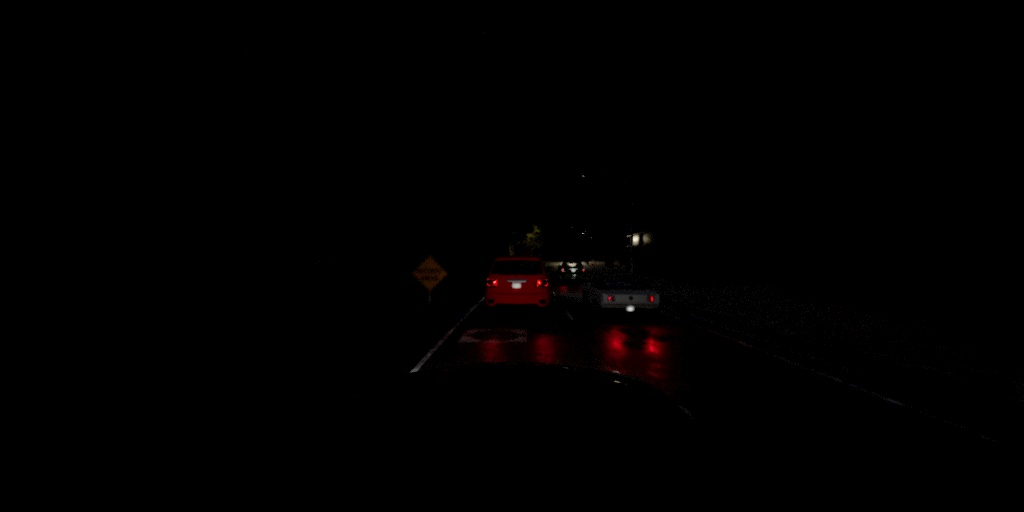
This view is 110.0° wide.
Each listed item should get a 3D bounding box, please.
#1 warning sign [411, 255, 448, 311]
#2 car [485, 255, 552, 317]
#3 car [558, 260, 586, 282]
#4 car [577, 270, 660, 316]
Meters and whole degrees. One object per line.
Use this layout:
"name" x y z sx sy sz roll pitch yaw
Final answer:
"warning sign" -2.847 0.888 12.410 1.300 1.860 1.060 0 0 2
"car" 0.333 1.000 13.612 2.150 2.045 5.566 0 0 4
"car" 4.863 1.143 29.393 2.097 1.767 4.553 0 0 5
"car" 3.848 1.384 13.554 1.895 1.301 4.718 0 0 3
